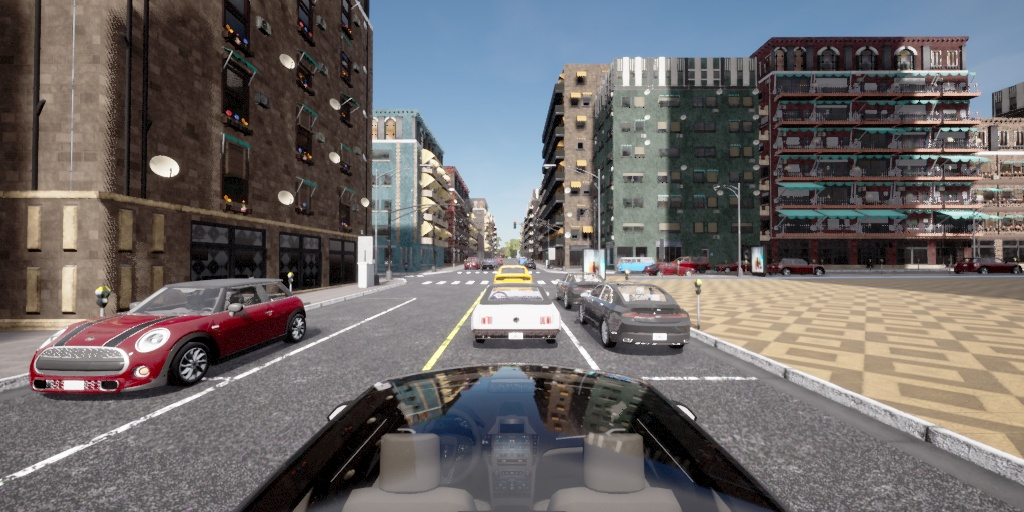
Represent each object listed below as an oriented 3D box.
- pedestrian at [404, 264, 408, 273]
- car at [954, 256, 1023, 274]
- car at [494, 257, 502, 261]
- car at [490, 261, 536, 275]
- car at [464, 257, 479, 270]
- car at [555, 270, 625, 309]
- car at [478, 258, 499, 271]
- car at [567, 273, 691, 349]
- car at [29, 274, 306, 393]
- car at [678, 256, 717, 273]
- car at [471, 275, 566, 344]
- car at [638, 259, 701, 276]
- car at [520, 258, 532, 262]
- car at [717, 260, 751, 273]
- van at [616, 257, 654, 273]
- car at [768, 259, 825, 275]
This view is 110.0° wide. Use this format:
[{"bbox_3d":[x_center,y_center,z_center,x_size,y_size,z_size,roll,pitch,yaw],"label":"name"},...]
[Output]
[{"bbox_3d":[-12.618,1.097,42.705,0.375,1.860,0.375,0,0,0],"label":"pedestrian"},{"bbox_3d":[41.281,0.811,31.093,4.097,1.591,1.967,0,0,0],"label":"car"},{"bbox_3d":[-3.211,1.319,60.157,2.033,1.411,5.357,0,0,0],"label":"car"},{"bbox_3d":[0.055,1.233,19.047,1.882,1.535,5.008,0,0,0],"label":"car"},{"bbox_3d":[-5.801,1.083,52.794,2.192,1.841,5.009,0,0,0],"label":"car"},{"bbox_3d":[2.793,1.304,14.580,2.007,1.370,4.403,0,0,0],"label":"car"},{"bbox_3d":[-3.222,1.368,50.464,1.895,1.301,4.718,0,0,1],"label":"car"},{"bbox_3d":[2.805,1.303,9.011,2.007,1.370,4.403,0,0,0],"label":"car"},{"bbox_3d":[-5.830,1.191,6.756,1.967,1.591,4.097,0,0,0],"label":"car"},{"bbox_3d":[19.215,0.977,39.583,5.009,1.841,2.192,0,0,0],"label":"car"},{"bbox_3d":[0.082,1.353,9.593,1.895,1.301,4.718,0,0,0],"label":"car"},{"bbox_3d":[13.644,1.163,31.231,4.207,1.307,1.802,0,0,0],"label":"car"},{"bbox_3d":[2.580,1.334,52.773,1.948,1.339,4.313,0,0,0],"label":"car"},{"bbox_3d":[24.743,1.165,39.556,4.507,1.381,1.888,0,0,0],"label":"car"},{"bbox_3d":[13.688,1.046,39.611,3.998,1.789,1.690,0,0,0],"label":"van"},{"bbox_3d":[24.699,0.936,31.176,4.097,1.591,1.967,0,0,0],"label":"car"}]
